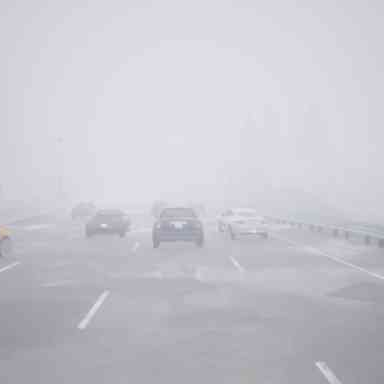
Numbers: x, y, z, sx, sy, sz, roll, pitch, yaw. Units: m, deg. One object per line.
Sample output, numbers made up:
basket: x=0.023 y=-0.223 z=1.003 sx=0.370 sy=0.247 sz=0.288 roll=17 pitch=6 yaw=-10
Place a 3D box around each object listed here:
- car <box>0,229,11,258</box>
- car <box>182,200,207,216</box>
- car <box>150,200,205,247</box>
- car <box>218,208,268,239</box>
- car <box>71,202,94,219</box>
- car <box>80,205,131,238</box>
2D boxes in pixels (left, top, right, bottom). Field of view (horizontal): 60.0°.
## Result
car: x=-7.311 y=1.517 z=9.911 sx=1.882 sy=1.535 sz=5.008 roll=0 pitch=0 yaw=-3
car: x=0.154 y=1.613 z=34.899 sx=1.812 sy=1.442 sz=4.674 roll=0 pitch=0 yaw=-10
car: x=-0.720 y=1.392 z=15.456 sx=2.097 sy=1.767 sz=4.553 roll=0 pitch=0 yaw=-5
car: x=2.609 y=1.565 z=17.541 sx=1.812 sy=1.442 sz=4.674 roll=0 pitch=0 yaw=-5
car: x=-9.590 y=1.642 z=30.006 sx=2.033 sy=1.411 sz=5.357 roll=0 pitch=0 yaw=-10
car: x=-4.504 y=1.619 z=18.309 sx=1.994 sy=1.385 sz=4.181 roll=0 pitch=0 yaw=-6
